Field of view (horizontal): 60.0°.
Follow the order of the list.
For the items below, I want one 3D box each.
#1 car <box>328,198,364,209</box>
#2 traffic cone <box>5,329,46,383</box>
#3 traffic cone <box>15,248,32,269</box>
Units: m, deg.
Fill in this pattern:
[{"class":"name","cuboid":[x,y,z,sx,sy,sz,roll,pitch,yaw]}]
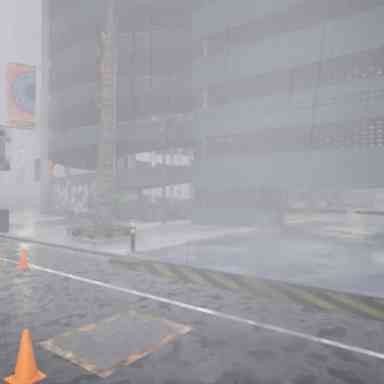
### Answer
[{"class":"car","cuboid":[21.738,1.610,47.155,4.674,1.452,2.002,0,0,36]},{"class":"traffic cone","cuboid":[-2.008,1.964,4.026,0.340,0.580,0.340,0,0,36]},{"class":"traffic cone","cuboid":[-5.063,1.974,9.998,0.340,0.580,0.340,0,0,36]}]
